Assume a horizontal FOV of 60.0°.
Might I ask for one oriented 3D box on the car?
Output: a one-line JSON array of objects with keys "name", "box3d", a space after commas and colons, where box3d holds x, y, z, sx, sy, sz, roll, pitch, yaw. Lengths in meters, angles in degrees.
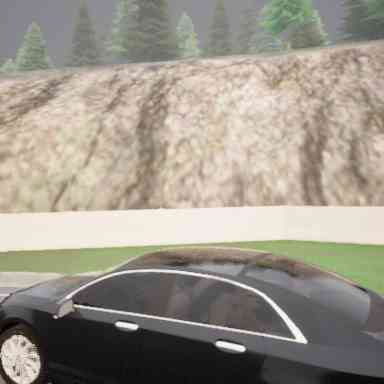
[{"name": "car", "box3d": [-0.148, 1.399, 3.724, 4.892, 1.490, 1.837, 0, 0, 27]}]
